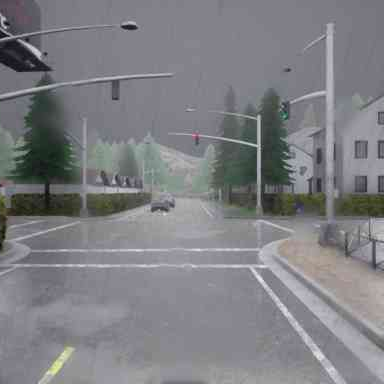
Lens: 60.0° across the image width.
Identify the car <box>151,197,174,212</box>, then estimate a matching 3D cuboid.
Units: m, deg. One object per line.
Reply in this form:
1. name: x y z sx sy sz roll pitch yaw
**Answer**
1. car: -3.568 1.547 38.440 2.033 1.411 5.357 0 0 0
